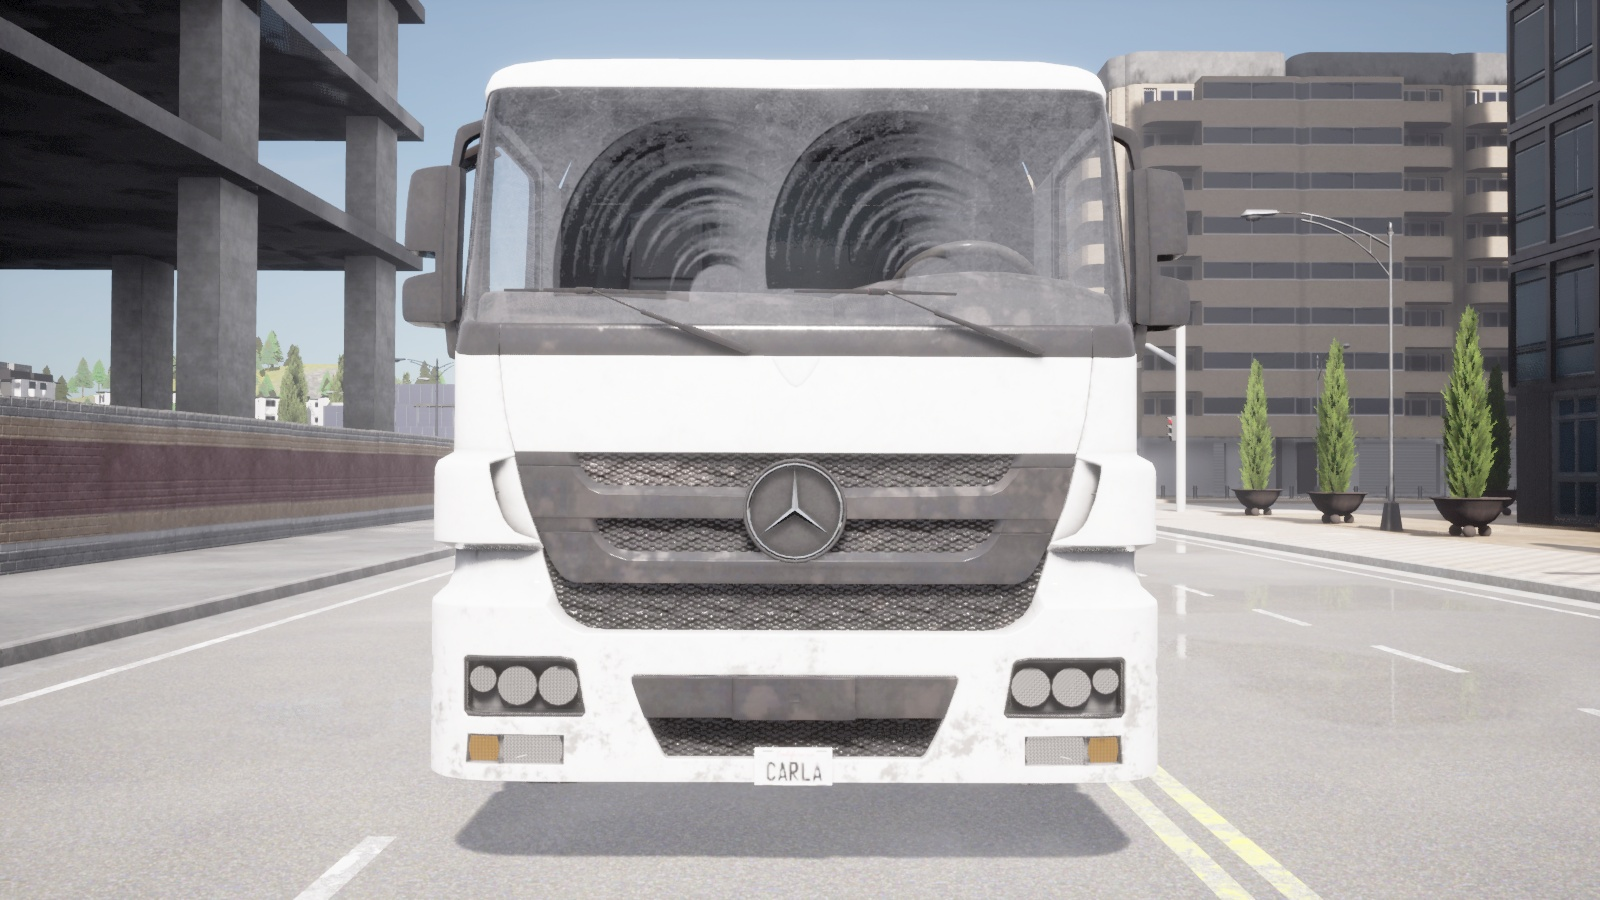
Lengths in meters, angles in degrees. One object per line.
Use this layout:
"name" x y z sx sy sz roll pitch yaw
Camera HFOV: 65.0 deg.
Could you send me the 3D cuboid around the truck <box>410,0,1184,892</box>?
"truck" -0.027 -0.022 8.684 2.891 3.462 7.936 0 -1 0
